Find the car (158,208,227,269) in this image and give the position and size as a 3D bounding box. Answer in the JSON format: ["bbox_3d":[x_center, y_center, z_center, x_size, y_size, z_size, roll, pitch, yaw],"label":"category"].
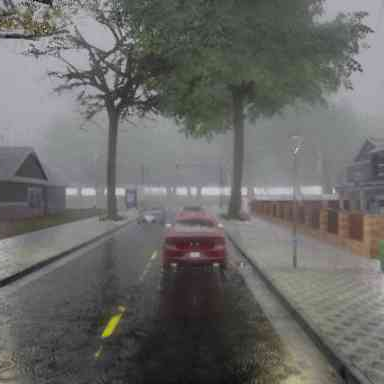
[{"bbox_3d":[0.093,1.554,11.491,1.882,1.535,5.008,0,0,0],"label":"car"}]

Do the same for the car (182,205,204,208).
[{"bbox_3d":[0.094,1.709,27.224,1.994,1.385,4.181,0,0,0],"label":"car"}]

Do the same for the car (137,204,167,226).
[{"bbox_3d":[-2.839,1.628,24.626,2.128,1.511,4.902,0,0,0],"label":"car"}]
